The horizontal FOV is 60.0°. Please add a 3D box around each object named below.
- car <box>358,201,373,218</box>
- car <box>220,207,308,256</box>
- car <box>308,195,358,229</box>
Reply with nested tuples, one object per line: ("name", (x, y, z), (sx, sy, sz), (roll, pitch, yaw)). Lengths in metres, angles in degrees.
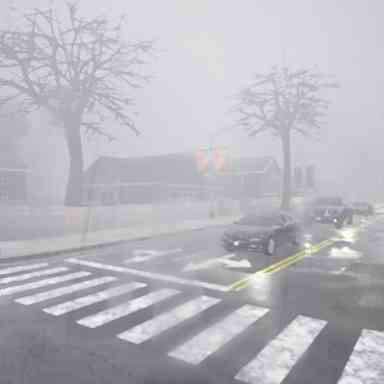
("car", (15.735, 1.564, 31.232), (2.033, 1.411, 5.357), (-1, 0, 36))
("car", (2.958, 1.550, 13.581), (1.837, 1.490, 4.892), (-1, 0, 36))
("car", (9.203, 1.256, 22.229), (2.150, 2.045, 5.566), (-1, 0, 36))
